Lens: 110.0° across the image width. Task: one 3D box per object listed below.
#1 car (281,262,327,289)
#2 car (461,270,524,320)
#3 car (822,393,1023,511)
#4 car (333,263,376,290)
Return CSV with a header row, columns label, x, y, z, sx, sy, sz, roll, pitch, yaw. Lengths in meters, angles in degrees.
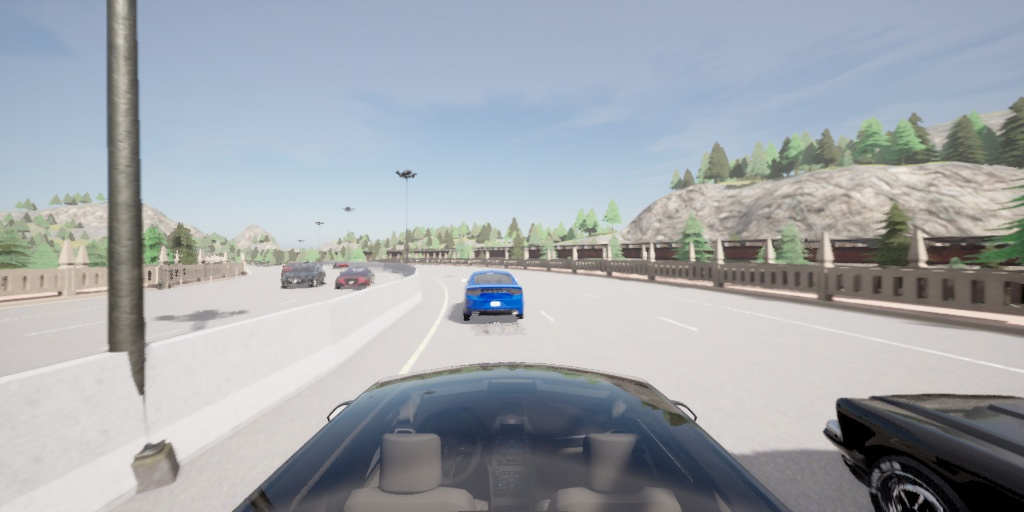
label,x,y,z,sx,sy,sz,roll,pitch,yaw
car,-13.865,1.344,24.136,1.837,1.490,4.892,0,0,-16
car,-0.762,1.230,12.780,1.882,1.535,5.008,0,0,-7
car,3.486,1.337,0.783,1.895,1.301,4.718,0,0,0
car,-10.013,1.375,23.204,1.994,1.385,4.181,0,0,-15
